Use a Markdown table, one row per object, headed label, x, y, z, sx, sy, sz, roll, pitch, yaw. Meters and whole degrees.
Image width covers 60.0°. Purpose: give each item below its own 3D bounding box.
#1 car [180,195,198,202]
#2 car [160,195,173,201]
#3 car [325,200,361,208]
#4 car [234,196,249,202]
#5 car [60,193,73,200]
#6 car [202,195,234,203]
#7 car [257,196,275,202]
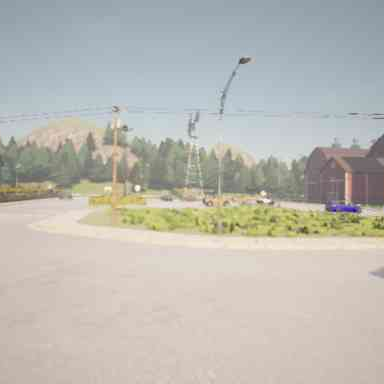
| label | x | y | z | sx | sy | sz | roll | pitch | yaw |
| --- | --- | --- | --- | --- | --- | --- | --- | --- | --- |
| car | -0.734 | 1.504 | 76.389 | 3.905 | 1.438 | 1.784 | 1 | 0 | -11 |
| car | -6.000 | 1.402 | 77.056 | 2.033 | 1.411 | 5.357 | 1 | 0 | -20 |
| car | 19.741 | 1.934 | 43.329 | 4.611 | 1.667 | 2.242 | 1 | 0 | -11 |
| car | 11.627 | 1.772 | 80.137 | 4.193 | 1.474 | 1.816 | 1 | 0 | -11 |
| car | -24.759 | 0.881 | 65.758 | 2.033 | 1.411 | 5.357 | 1 | 0 | -11 |
| car | 3.953 | 1.401 | 54.402 | 4.605 | 1.855 | 1.932 | 1 | 0 | -11 |
| car | 14.892 | 1.655 | 67.043 | 3.866 | 1.878 | 1.905 | 1 | 0 | -11 |
